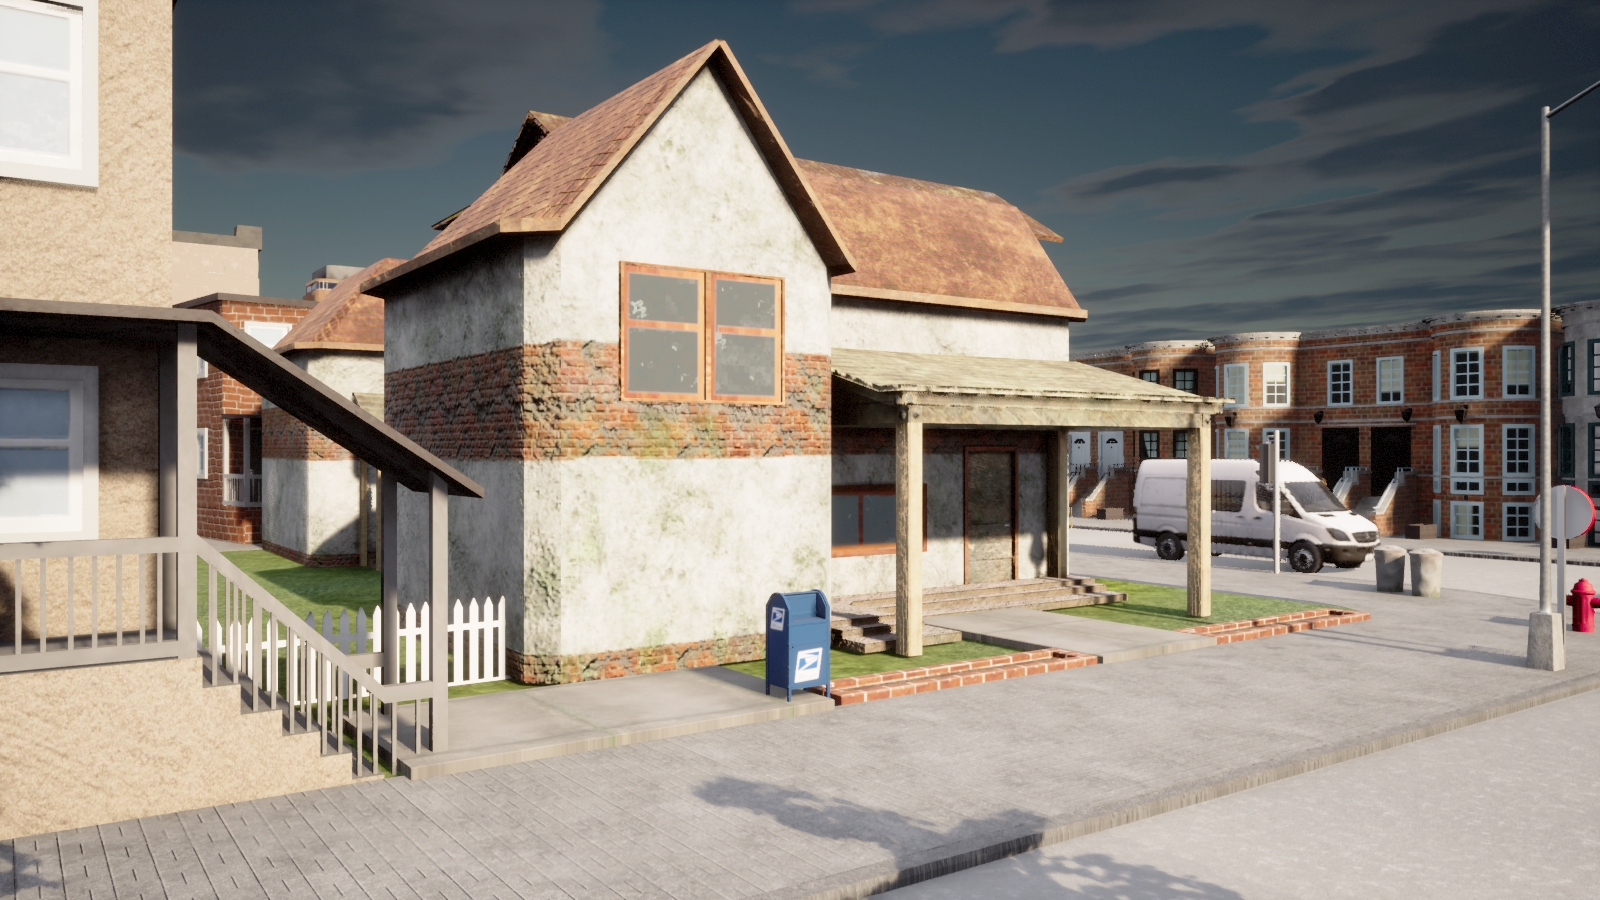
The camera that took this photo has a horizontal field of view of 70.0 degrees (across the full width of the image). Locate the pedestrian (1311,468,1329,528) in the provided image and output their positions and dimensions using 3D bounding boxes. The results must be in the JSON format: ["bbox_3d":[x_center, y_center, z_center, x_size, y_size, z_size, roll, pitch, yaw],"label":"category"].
[{"bbox_3d":[16.394,1.511,36.033,0.375,1.860,0.375,0,0,-37],"label":"pedestrian"}]

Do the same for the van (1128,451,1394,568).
[{"bbox_3d":[11.078,1.304,27.973,1.988,2.561,5.915,0,0,-35],"label":"van"}]
